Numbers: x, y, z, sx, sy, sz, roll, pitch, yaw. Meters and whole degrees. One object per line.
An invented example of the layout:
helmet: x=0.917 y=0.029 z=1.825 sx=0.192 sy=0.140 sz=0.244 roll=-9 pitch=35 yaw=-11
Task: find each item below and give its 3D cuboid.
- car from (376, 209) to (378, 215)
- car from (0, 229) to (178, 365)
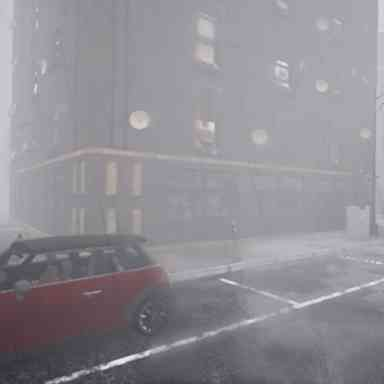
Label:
car: x=17.099 y=1.952 z=34.701 sx=1.802 sy=1.307 sz=4.206 roll=1 pitch=-1 yaw=-35
car: x=-2.321 y=1.445 z=5.048 sx=4.097 sy=1.590 sz=1.967 roll=0 pitch=1 yaw=-36
